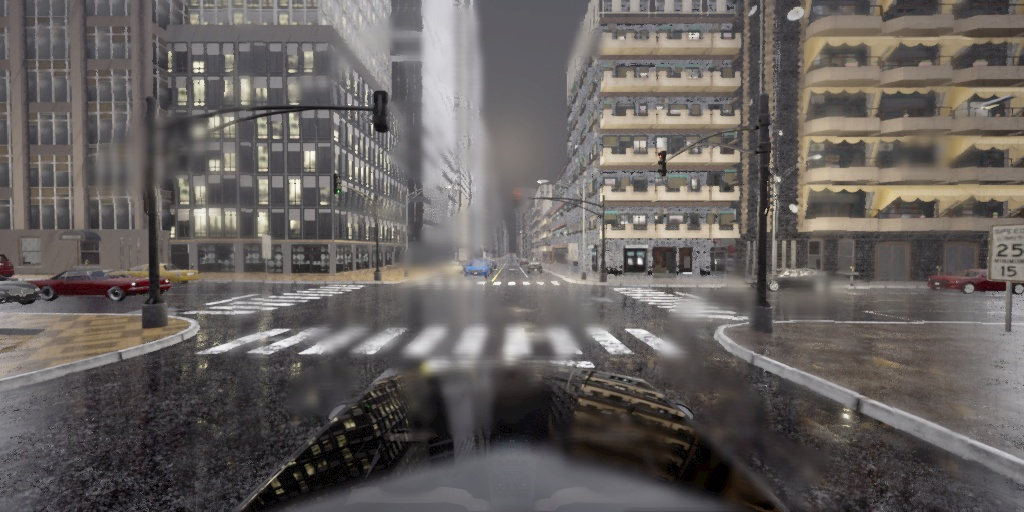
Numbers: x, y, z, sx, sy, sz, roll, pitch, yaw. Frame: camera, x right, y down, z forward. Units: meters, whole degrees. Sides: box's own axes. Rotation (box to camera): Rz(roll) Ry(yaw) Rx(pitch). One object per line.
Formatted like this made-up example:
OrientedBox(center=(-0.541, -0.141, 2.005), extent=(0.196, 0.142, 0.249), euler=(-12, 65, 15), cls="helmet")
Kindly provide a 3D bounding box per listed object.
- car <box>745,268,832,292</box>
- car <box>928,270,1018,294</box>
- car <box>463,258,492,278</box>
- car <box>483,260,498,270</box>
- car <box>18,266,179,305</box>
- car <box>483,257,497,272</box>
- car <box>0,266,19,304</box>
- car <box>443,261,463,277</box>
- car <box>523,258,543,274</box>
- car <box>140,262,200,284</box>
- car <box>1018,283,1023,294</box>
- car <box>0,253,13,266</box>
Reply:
OrientedBox(center=(16.270, 1.375, 21.218), extent=(4.403, 1.370, 2.007), euler=(0, 0, 1), cls="car")
OrientedBox(center=(27.336, 1.461, 21.085), extent=(4.507, 1.381, 1.888), euler=(0, 0, 1), cls="car")
OrientedBox(center=(-3.155, 1.217, 33.627), extent=(1.882, 1.535, 5.008), euler=(0, 0, -1), cls="car")
OrientedBox(center=(-3.192, 1.335, 53.608), extent=(1.895, 1.301, 4.718), euler=(0, 0, 0), cls="car")
OrientedBox(center=(-18.052, 1.231, 15.833), extent=(4.718, 1.301, 1.895), euler=(0, 1, 1), cls="car")
OrientedBox(center=(-3.174, 1.229, 43.318), extent=(2.128, 1.511, 4.902), euler=(0, 0, 0), cls="car")
OrientedBox(center=(-20.310, 1.204, 13.310), extent=(4.403, 1.370, 2.007), euler=(0, 0, 1), cls="car")
OrientedBox(center=(-5.759, 1.264, 35.821), extent=(1.751, 1.417, 4.829), euler=(0, 0, 0), cls="car")
OrientedBox(center=(2.610, 1.288, 41.662), extent=(2.007, 1.370, 4.403), euler=(0, 0, 0), cls="car")
OrientedBox(center=(-21.707, 1.029, 21.641), extent=(4.829, 1.417, 1.751), euler=(0, 0, 1), cls="car")
OrientedBox(center=(21.694, 1.576, 12.773), extent=(4.313, 1.339, 1.948), euler=(0, 0, 1), cls="car")
OrientedBox(center=(-33.654, 0.712, 21.822), extent=(5.009, 1.841, 2.192), euler=(0, 0, 1), cls="car")
